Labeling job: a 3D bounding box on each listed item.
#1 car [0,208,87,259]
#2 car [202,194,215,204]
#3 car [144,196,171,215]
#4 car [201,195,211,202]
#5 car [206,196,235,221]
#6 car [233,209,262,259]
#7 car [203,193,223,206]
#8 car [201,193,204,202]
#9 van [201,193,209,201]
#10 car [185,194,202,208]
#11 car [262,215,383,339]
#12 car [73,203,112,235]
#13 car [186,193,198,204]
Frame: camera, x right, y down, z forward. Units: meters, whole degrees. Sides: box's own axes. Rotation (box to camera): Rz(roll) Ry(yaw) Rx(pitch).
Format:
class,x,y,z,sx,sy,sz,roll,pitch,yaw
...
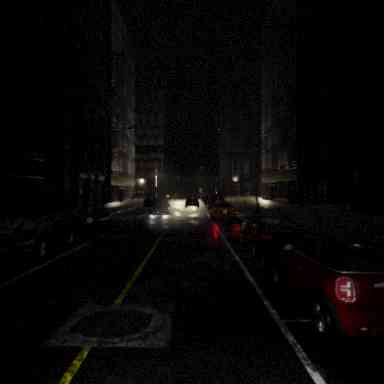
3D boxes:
class,x,y,z,sx,sy,sz,roll,pitch,yaw
car,-5.671,1.505,12.187,2.008,1.369,4.403,0,0,0
car,2.861,1.221,57.378,1.967,1.590,4.097,0,0,0
car,-3.094,1.426,32.970,2.033,1.411,5.357,0,0,0
car,2.864,1.310,68.676,1.802,1.307,4.206,0,0,0
car,2.354,1.361,25.903,1.801,1.575,5.366,0,0,0
car,2.854,1.499,12.190,1.887,1.381,4.507,0,0,0
car,2.857,1.166,40.431,2.192,1.841,5.009,0,0,0
car,2.859,1.121,51.729,2.192,1.841,5.009,0,0,0
van,2.864,1.040,74.324,1.690,1.788,3.998,0,0,0
car,0.023,1.395,45.668,1.994,1.385,4.181,0,0,0
car,2.853,1.415,6.541,1.967,1.590,4.097,0,0,0
car,-5.671,1.373,17.836,1.967,1.590,4.097,0,0,0
car,0.009,1.124,59.384,2.097,1.767,4.553,0,0,0
